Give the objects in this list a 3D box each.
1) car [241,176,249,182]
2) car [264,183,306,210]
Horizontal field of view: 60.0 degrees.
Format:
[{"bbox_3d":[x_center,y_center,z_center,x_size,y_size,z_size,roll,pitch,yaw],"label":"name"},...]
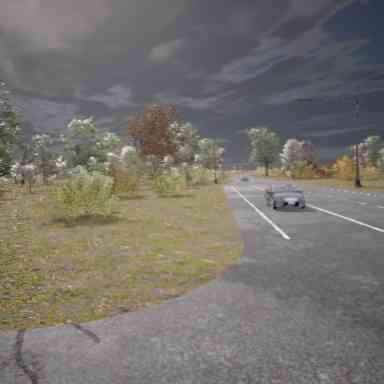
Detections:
[{"bbox_3d":[13.030,-3.284,82.202,2.033,1.411,5.357,-2,3,11],"label":"car"},{"bbox_3d":[5.652,0.201,20.761,2.128,1.511,4.902,-2,3,4],"label":"car"}]
